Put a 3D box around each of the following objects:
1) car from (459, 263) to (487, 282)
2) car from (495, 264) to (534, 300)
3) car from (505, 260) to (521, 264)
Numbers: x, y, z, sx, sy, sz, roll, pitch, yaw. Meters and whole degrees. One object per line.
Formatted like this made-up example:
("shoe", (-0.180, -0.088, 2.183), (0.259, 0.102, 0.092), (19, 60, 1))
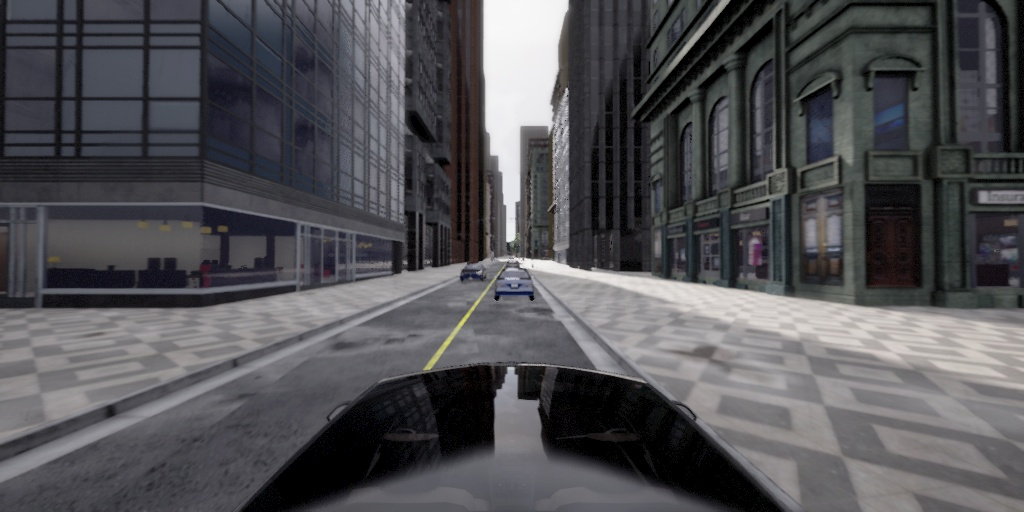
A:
("car", (-3.045, 1.294, 29.302), (2.033, 1.411, 5.357), (0, 0, 0))
("car", (0.110, 1.300, 17.746), (2.033, 1.411, 5.357), (0, 0, 0))
("car", (0.126, 1.214, 47.989), (2.128, 1.511, 4.902), (0, 0, 0))
